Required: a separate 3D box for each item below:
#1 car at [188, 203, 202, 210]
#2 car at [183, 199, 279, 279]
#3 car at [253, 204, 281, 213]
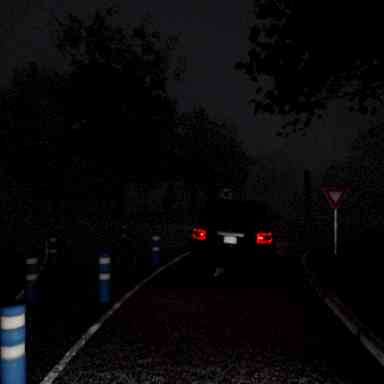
[{"bbox_3d":[0.678,3.586,81.766,2.128,1.511,4.902,0,-4,-16],"label":"car"},{"bbox_3d":[1.454,1.239,10.396,2.150,2.045,5.566,2,0,12],"label":"car"},{"bbox_3d":[14.229,3.185,63.407,4.892,1.490,1.837,0,0,42],"label":"car"}]
